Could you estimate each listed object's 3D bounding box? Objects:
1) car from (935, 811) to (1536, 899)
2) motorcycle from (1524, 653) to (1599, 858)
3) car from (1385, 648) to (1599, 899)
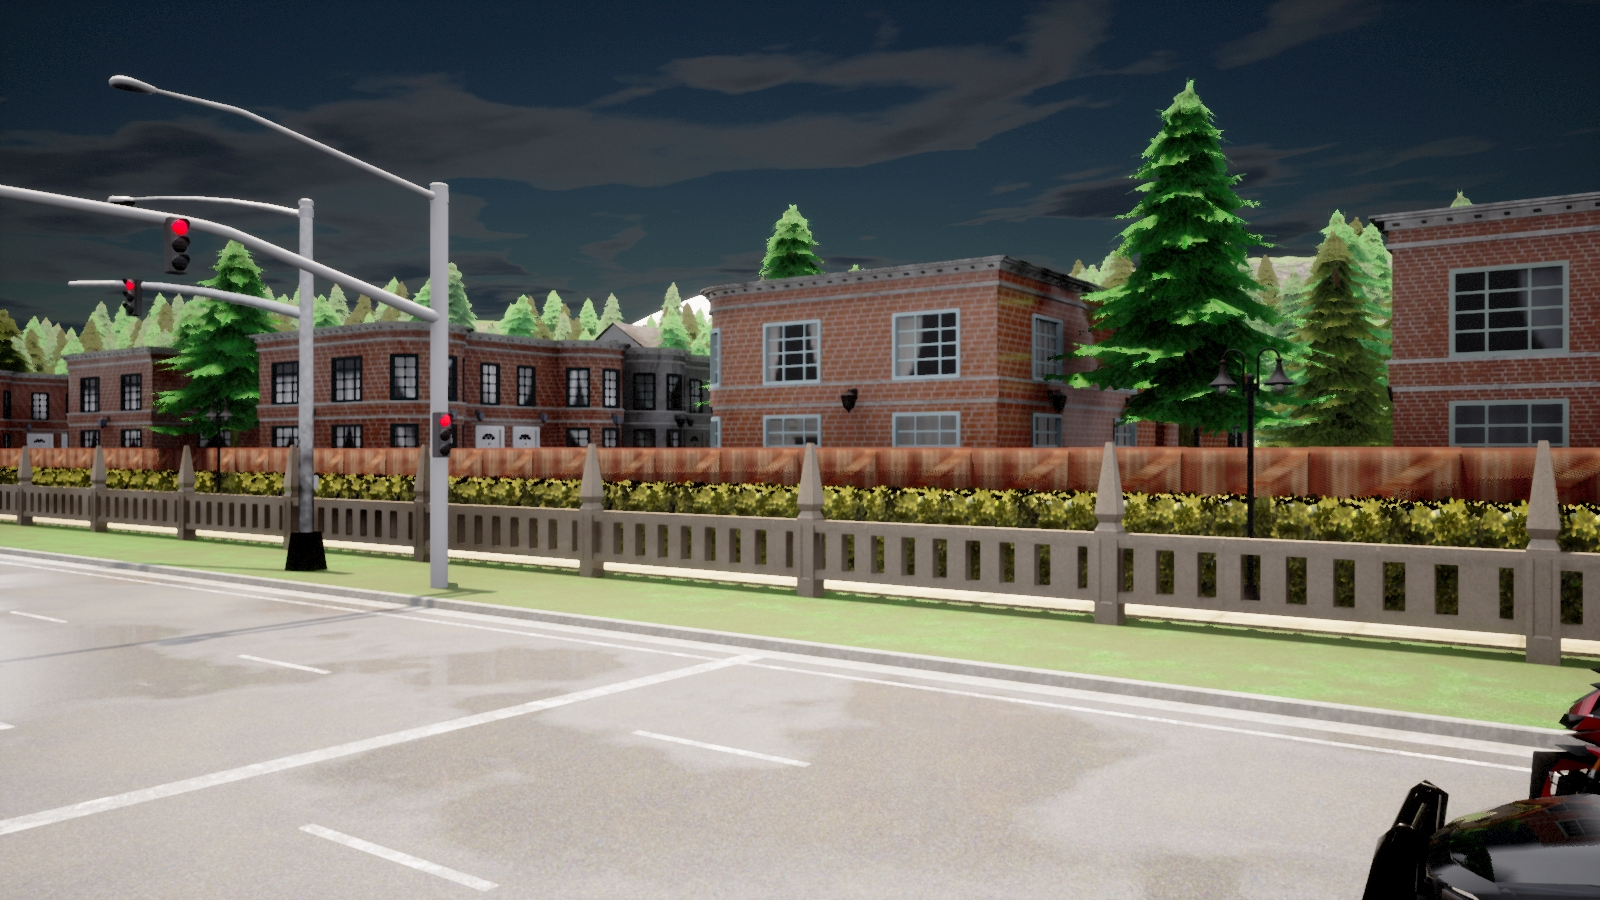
[{"bbox_3d":[2.178,2.065,2.259,4.193,1.474,1.816,0,0,35],"label":"car"},{"bbox_3d":[6.334,2.205,7.895,2.209,1.251,0.867,0,0,35],"label":"motorcycle"},{"bbox_3d":[5.302,1.983,4.345,5.238,1.638,2.097,0,0,35],"label":"car"}]
